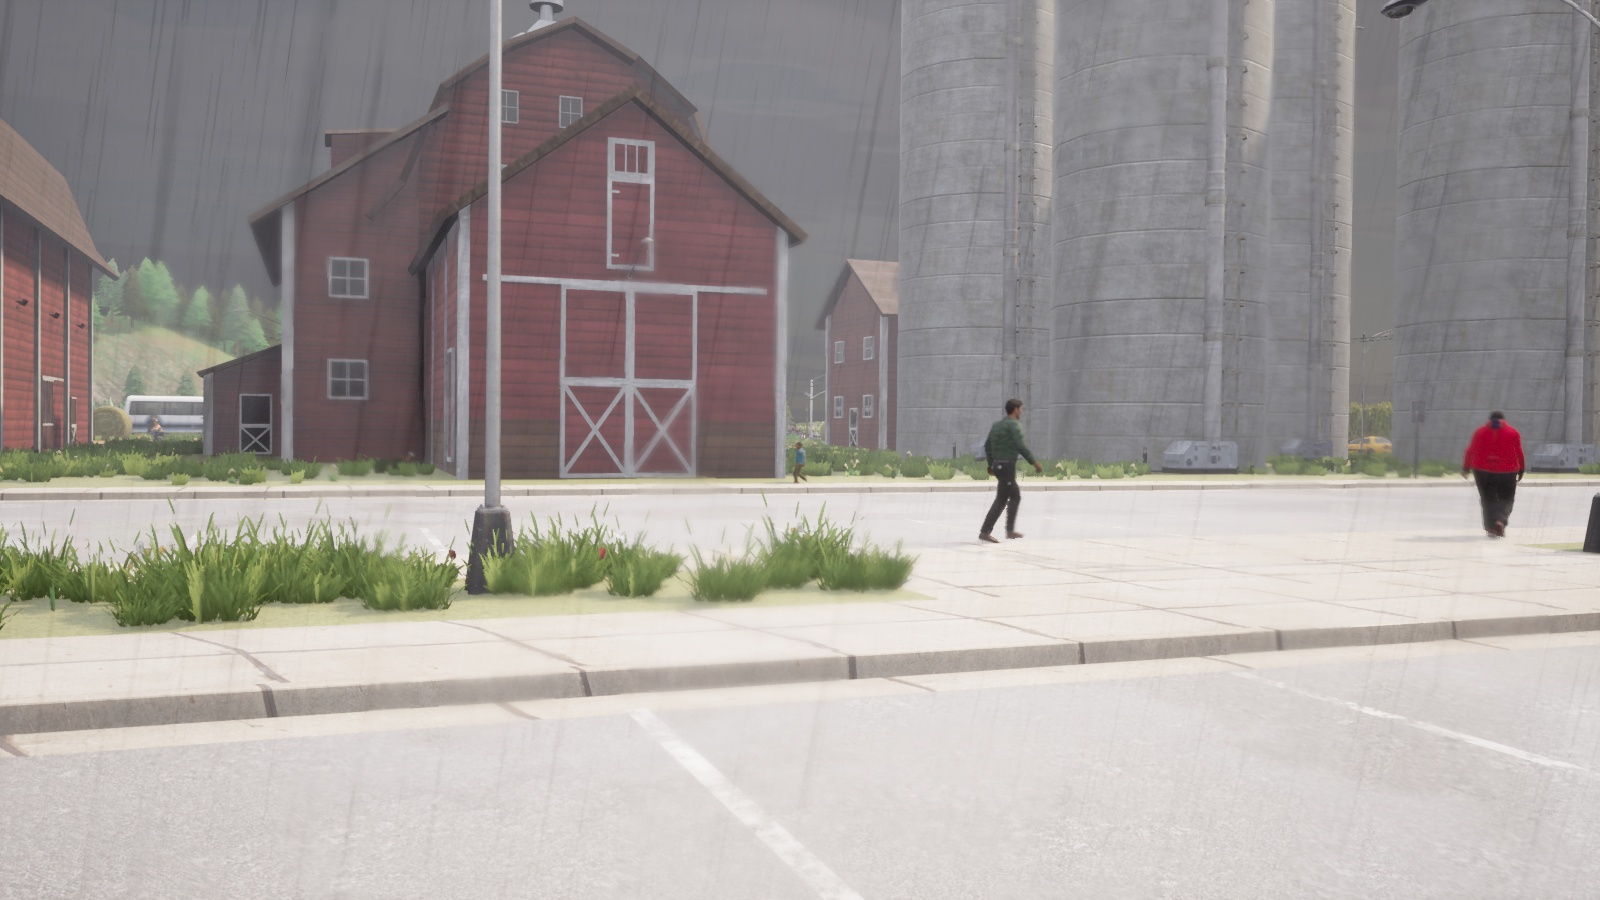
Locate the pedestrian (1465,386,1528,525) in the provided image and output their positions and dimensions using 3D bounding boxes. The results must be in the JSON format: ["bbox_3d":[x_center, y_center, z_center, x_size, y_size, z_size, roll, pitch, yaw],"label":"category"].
[{"bbox_3d":[9.556,0.070,17.219,0.634,1.844,0.899,0,1,37],"label":"pedestrian"}]

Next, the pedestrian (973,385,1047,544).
[{"bbox_3d":[2.615,0.170,15.657,0.788,1.949,0.423,-1,1,-20],"label":"pedestrian"}]

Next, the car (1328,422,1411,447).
[{"bbox_3d":[37.977,-1.038,83.901,1.801,1.575,5.366,-1,1,-20],"label":"car"}]

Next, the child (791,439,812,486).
[{"bbox_3d":[0.041,0.309,32.224,0.448,1.192,0.343,-1,1,-21],"label":"child"}]
